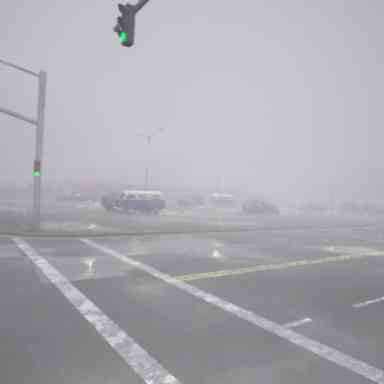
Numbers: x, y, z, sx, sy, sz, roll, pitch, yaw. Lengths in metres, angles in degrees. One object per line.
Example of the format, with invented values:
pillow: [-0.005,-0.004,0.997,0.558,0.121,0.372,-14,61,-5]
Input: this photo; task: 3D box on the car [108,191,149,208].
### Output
car: [-8.924,0.852,46.926,4.605,1.855,1.932,3,0,-34]

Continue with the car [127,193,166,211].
car: [-5.750,1.232,42.348,3.806,1.475,1.970,3,0,-34]

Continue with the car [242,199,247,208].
car: [13.176,2.155,72.302,3.806,1.475,1.970,3,0,-34]

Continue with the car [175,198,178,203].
car: [-1.219,1.444,62.433,3.905,1.438,1.784,3,0,-34]

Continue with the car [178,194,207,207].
car: [0.371,1.302,60.006,4.605,1.855,1.932,3,0,-34]

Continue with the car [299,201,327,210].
car: [30.840,3.134,85.261,2.033,1.411,5.357,3,0,-33]

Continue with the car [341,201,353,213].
car: [25.899,2.467,53.723,3.866,1.878,1.905,3,0,-34]

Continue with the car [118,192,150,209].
car: [-7.380,1.130,44.739,3.905,1.438,1.784,3,0,-34]

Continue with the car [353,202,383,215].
car: [27.485,2.533,51.303,4.605,1.855,1.932,3,0,-34]

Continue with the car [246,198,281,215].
car: [9.957,1.960,46.104,3.806,1.475,1.970,3,0,-34]
